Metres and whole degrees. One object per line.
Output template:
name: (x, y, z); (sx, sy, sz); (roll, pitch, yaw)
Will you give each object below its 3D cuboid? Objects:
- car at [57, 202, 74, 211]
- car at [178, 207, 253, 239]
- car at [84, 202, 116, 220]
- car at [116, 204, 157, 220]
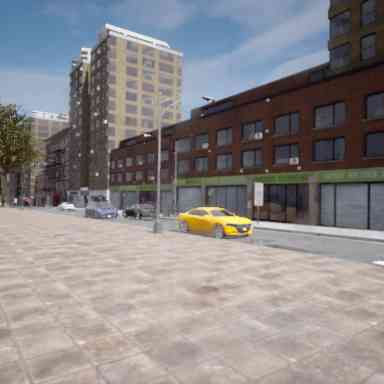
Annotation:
car: (-20.421, 2.385, 53.827); (1.812, 1.442, 4.674); (1, -2, -35)
car: (1.137, 1.593, 18.303); (1.882, 1.535, 5.008); (1, -2, -35)
car: (-8.906, 1.721, 32.496); (2.097, 1.767, 4.553); (1, -2, -35)
car: (-5.102, 1.875, 32.203); (2.128, 1.511, 4.902); (1, -2, -35)
